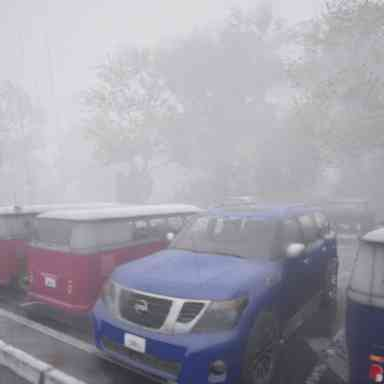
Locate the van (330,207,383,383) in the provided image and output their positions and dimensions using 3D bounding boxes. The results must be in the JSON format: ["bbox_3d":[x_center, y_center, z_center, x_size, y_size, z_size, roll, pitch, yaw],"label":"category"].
[{"bbox_3d":[3.351,1.281,4.323,1.878,1.987,4.442,-1,0,35],"label":"van"}]

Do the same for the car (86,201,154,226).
[{"bbox_3d":[-5.550,1.607,26.340,1.946,1.575,5.366,0,0,35],"label":"car"}]

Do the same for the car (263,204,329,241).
[{"bbox_3d":[5.973,1.536,18.595,1.946,1.575,5.366,0,0,35],"label":"car"}]

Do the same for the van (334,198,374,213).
[{"bbox_3d":[8.193,1.299,16.931,1.878,1.987,4.442,0,0,35],"label":"van"}]

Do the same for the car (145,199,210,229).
[{"bbox_3d":[-0.903,1.456,23.298,2.185,1.767,4.553,0,0,35],"label":"car"}]

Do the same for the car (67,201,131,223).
[{"bbox_3d":[-7.701,1.625,28.106,2.231,1.521,4.892,0,0,35],"label":"car"}]

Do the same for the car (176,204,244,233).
[{"bbox_3d":[1.326,1.597,21.639,2.163,1.488,4.792,0,0,35],"label":"car"}]

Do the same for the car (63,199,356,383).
[{"bbox_3d":[0.985,1.270,5.829,2.435,2.045,5.566,0,0,35],"label":"car"}]

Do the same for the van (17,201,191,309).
[{"bbox_3d":[-1.215,1.310,7.572,1.878,1.987,4.442,0,0,35],"label":"van"}]

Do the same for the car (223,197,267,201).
[{"bbox_3d":[3.619,1.302,20.078,2.435,2.045,5.566,0,0,35],"label":"car"}]

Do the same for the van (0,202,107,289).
[{"bbox_3d":[-3.499,1.324,9.198,1.878,1.987,4.442,0,0,35],"label":"van"}]
